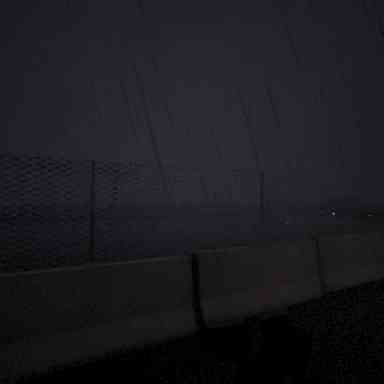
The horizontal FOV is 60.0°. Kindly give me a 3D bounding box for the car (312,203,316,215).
[{"bbox_3d":[13.785,1.483,31.025,5.566,2.045,2.150,1,-1,-35],"label":"car"}]

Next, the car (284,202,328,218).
[{"bbox_3d":[11.647,1.784,33.798,4.674,1.442,1.812,1,-1,-35],"label":"car"}]
